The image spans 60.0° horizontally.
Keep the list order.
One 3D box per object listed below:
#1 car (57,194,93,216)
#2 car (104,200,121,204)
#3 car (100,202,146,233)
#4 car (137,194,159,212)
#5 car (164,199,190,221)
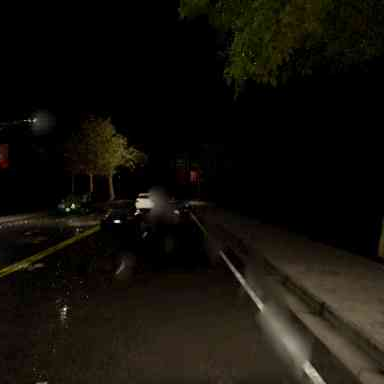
[{"bbox_3d":[-11.530,1.260,33.228,2.150,2.045,5.566,0,0,-3],"label":"car"},{"bbox_3d":[-8.404,1.577,35.853,1.994,1.385,4.181,0,0,-3],"label":"car"},{"bbox_3d":[-4.128,1.562,19.888,1.994,1.385,4.181,0,0,-3],"label":"car"},{"bbox_3d":[-5.077,1.206,38.160,2.150,2.045,5.566,0,0,-3],"label":"car"},{"bbox_3d":[-1.234,1.531,26.774,1.994,1.385,4.181,0,0,-3],"label":"car"}]
